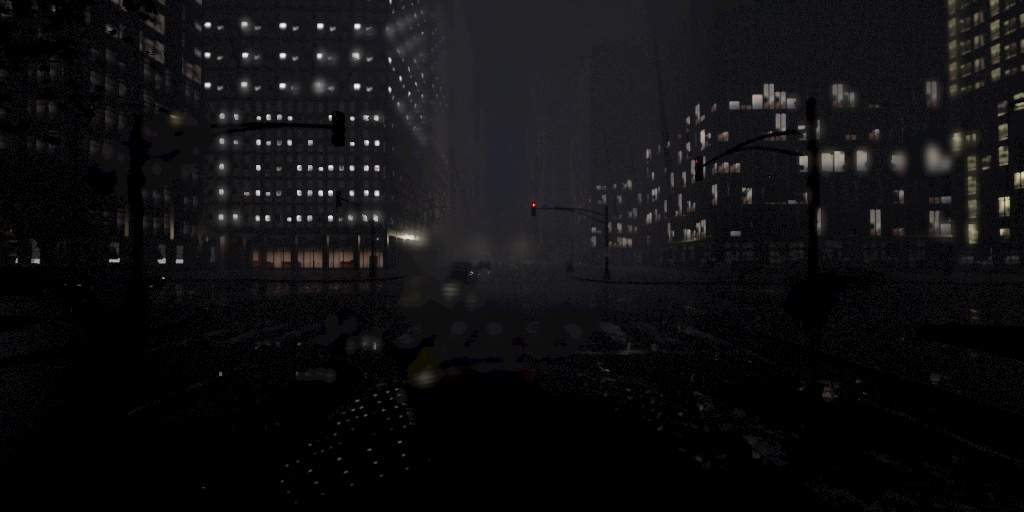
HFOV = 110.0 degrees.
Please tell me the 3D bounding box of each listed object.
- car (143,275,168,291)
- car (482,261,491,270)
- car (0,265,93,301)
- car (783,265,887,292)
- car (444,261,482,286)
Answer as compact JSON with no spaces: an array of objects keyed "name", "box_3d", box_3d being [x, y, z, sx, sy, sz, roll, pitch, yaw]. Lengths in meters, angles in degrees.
[{"name":"car","box_3d":[-21.427,1.299,19.164,4.718,1.301,1.895,0,-1,2]},{"name":"car","box_3d":[-4.006,1.316,51.508,1.895,1.301,4.718,0,0,-1]},{"name":"car","box_3d":[-20.731,1.157,15.894,4.892,1.490,1.837,0,-1,2]},{"name":"car","box_3d":[18.701,1.278,20.922,5.008,1.535,1.882,0,-1,2]},{"name":"car","box_3d":[-3.547,1.185,25.706,2.097,1.767,4.553,0,0,-1]}]
